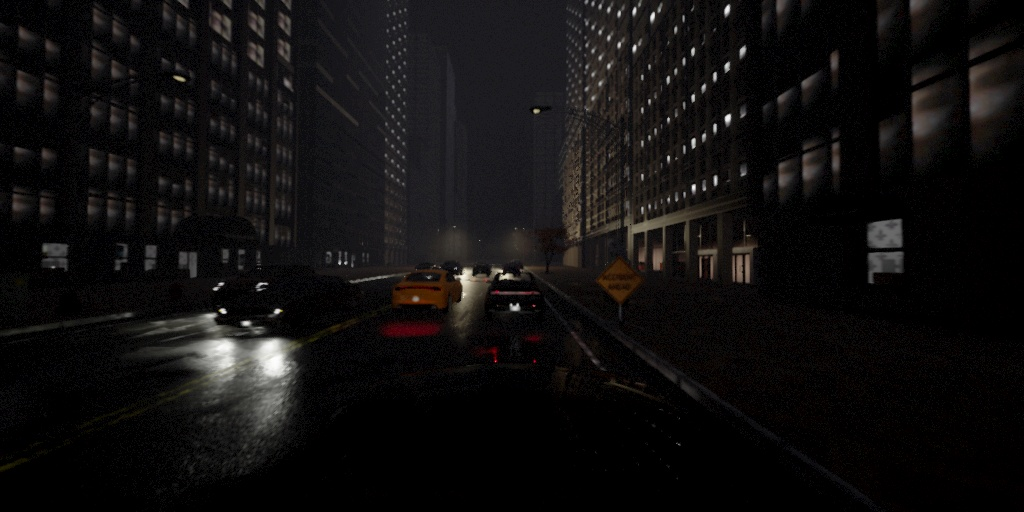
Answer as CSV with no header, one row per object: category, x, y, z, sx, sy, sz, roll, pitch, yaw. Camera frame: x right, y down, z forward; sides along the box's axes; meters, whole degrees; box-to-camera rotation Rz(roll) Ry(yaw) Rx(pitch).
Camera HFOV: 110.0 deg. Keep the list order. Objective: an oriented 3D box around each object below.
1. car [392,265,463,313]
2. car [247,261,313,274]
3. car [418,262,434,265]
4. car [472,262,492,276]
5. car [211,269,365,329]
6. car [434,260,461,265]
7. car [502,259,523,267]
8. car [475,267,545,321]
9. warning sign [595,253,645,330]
car,-3.165,1.274,14.259,1.882,1.535,5.008,0,0,0
car,-9.862,1.115,14.899,2.097,1.767,4.553,0,0,0
car,-9.840,1.414,41.042,1.837,1.490,4.892,0,-1,0
car,-3.295,1.429,39.708,2.128,1.511,4.902,0,0,0
car,-6.608,1.310,11.576,2.033,1.411,5.357,0,0,0
car,-6.605,1.264,38.808,2.097,1.767,4.553,0,0,0
car,-0.047,1.430,39.389,1.882,1.535,5.008,0,0,0
car,0.088,1.297,12.686,2.128,1.511,4.902,0,0,0
warning sign,2.840,0.918,9.397,1.300,1.860,1.060,0,0,0
